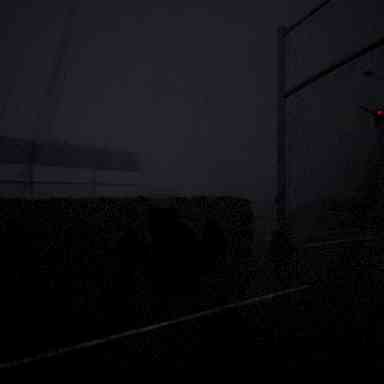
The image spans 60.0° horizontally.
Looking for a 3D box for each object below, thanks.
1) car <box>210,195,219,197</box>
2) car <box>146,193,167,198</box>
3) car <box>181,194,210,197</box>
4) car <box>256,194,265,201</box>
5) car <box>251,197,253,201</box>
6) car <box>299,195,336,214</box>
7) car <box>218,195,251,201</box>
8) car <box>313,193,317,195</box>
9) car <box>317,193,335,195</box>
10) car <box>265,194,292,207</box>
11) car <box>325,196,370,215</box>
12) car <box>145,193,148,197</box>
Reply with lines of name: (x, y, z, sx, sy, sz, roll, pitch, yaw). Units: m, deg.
car: (5.019, 1.415, 79.173, 4.514, 1.523, 2.007, 0, 0, -35)
car: (-6.143, 1.435, 62.864, 3.806, 1.475, 1.970, 0, 0, -35)
car: (0.787, 1.191, 67.751, 4.605, 1.855, 1.932, 0, 0, -35)
car: (16.836, 1.286, 75.132, 5.027, 1.636, 2.152, 0, 0, -35)
car: (12.896, 1.365, 80.207, 3.806, 1.475, 1.970, 0, 0, -35)
car: (13.516, 1.402, 34.809, 5.027, 1.636, 2.152, 0, 0, -35)
car: (7.337, 1.389, 57.131, 4.514, 1.523, 2.007, 0, 0, -35)
car: (24.163, 1.209, 64.643, 3.866, 1.878, 1.905, 0, 0, -35)
car: (26.164, 1.230, 62.497, 4.605, 1.855, 1.932, 0, 0, -35)
car: (13.024, 1.410, 48.914, 3.633, 1.501, 1.845, 0, 0, -35)
car: (15.356, 1.411, 32.267, 4.514, 1.523, 2.007, 0, 0, -35)
car: (-7.545, 1.153, 65.940, 3.866, 1.878, 1.905, 0, 0, -35)
